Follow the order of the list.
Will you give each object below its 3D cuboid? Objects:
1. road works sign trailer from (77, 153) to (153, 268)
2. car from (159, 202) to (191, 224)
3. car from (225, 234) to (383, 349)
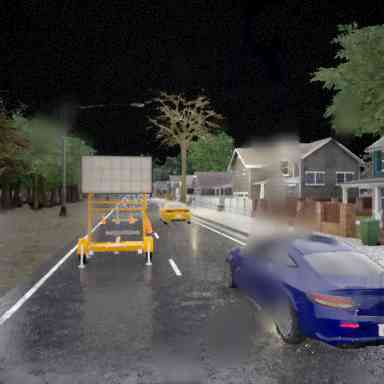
[{"bbox_3d":[-2.570,0.469,11.492,2.380,3.560,2.880,0,0,-10],"label":"road works sign trailer"},{"bbox_3d":[-1.355,1.491,24.879,1.882,1.535,5.008,0,0,-10],"label":"car"},{"bbox_3d":[2.019,1.527,6.361,1.812,1.442,4.674,0,0,-10],"label":"car"}]
